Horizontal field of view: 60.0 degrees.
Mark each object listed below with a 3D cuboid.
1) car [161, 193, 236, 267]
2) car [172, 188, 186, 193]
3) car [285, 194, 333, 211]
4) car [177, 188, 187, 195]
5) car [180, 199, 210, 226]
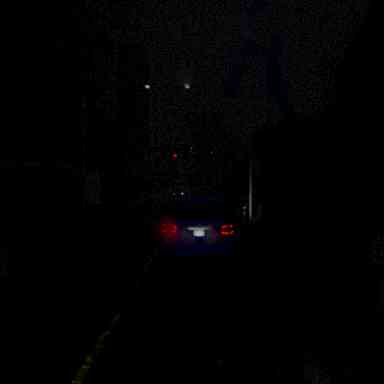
[{"bbox_3d":[0.145,1.183,11.529,2.150,2.045,5.566,0,0,-1],"label":"car"},{"bbox_3d":[-2.495,0.228,61.680,2.097,1.767,4.553,0,2,1],"label":"car"},{"bbox_3d":[12.892,1.119,36.745,5.009,1.841,2.192,1,0,0],"label":"car"},{"bbox_3d":[-2.376,-0.126,77.120,2.128,1.511,4.902,0,2,0],"label":"car"},{"bbox_3d":[0.171,1.348,23.480,1.837,1.490,4.892,0,1,0],"label":"car"}]
